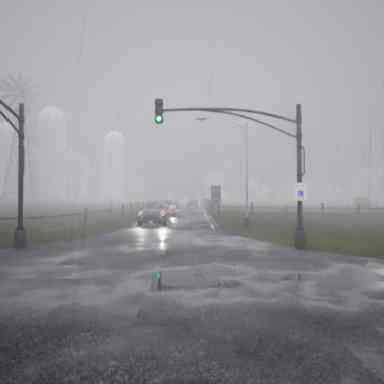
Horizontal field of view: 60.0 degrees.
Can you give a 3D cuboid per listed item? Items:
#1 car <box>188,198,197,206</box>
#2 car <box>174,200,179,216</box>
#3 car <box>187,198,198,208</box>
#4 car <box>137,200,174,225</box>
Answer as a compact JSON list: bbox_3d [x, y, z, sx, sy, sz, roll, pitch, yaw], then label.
[{"bbox_3d":[0.139,1.960,67.255,1.837,1.490,4.892,0,0,0],"label":"car"},{"bbox_3d":[-2.781,1.597,35.060,2.097,1.767,4.553,0,0,0],"label":"car"},{"bbox_3d":[0.113,1.873,56.834,2.128,1.511,4.902,0,0,0],"label":"car"},{"bbox_3d":[-2.829,1.535,25.485,2.097,1.767,4.553,0,0,1],"label":"car"}]
